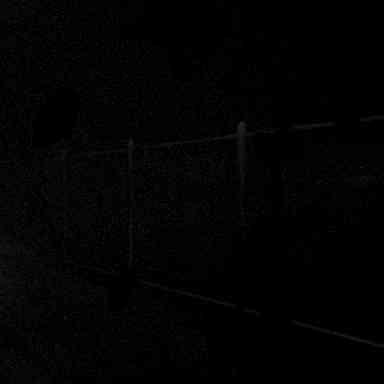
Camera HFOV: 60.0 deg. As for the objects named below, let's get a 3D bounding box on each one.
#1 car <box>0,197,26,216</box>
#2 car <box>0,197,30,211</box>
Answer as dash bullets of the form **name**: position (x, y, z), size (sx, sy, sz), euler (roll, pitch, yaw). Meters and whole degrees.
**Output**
- **car**: position (-16.780, 1.268, 29.083), size (2.097, 1.767, 4.553), euler (0, 0, 7)
- **car**: position (-21.578, 1.381, 38.570), size (2.128, 1.511, 4.902), euler (0, 0, 22)
